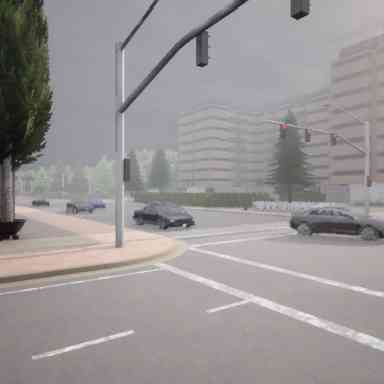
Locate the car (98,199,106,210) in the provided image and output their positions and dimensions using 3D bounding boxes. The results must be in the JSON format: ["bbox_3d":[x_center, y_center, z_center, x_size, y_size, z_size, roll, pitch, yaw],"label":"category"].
[{"bbox_3d":[-12.489,1.477,41.895,1.882,1.535,5.008,0,0,-36],"label":"car"}]

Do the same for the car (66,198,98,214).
[{"bbox_3d":[-11.890,1.504,35.073,1.837,1.490,4.892,0,0,-36],"label":"car"}]

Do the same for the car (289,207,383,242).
[{"bbox_3d":[7.261,1.493,16.400,4.902,1.511,2.128,0,0,39],"label":"car"}]

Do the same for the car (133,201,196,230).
[{"bbox_3d":[-1.961,1.547,21.299,2.033,1.411,5.357,0,0,-35],"label":"car"}]

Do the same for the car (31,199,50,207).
[{"bbox_3d":[-23.124,1.643,50.802,1.895,1.301,4.718,0,0,-36],"label":"car"}]
